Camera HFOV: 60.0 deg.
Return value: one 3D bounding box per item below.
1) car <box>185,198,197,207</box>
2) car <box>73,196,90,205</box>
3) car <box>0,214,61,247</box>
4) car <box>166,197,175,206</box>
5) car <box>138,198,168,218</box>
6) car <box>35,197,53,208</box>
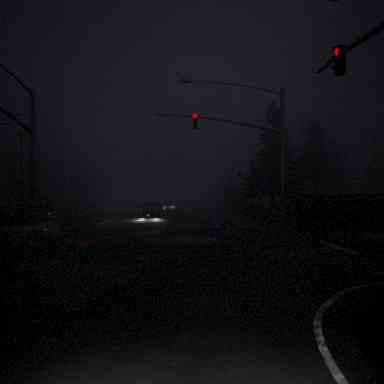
[{"bbox_3d":[-0.139,1.601,51.236,1.895,1.301,4.718,0,0,0],"label":"car"},{"bbox_3d":[-17.600,1.374,53.010,1.845,1.501,3.633,0,0,0],"label":"car"},{"bbox_3d":[-7.973,1.601,13.799,4.718,1.301,1.895,0,0,-23],"label":"car"},{"bbox_3d":[-3.668,1.548,53.911,2.033,1.411,5.357,0,0,0],"label":"car"},{"bbox_3d":[-3.684,1.546,30.582,2.033,1.411,5.357,0,0,0],"label":"car"},{"bbox_3d":[-20.633,1.384,45.611,1.970,1.475,3.806,0,0,0],"label":"car"}]
